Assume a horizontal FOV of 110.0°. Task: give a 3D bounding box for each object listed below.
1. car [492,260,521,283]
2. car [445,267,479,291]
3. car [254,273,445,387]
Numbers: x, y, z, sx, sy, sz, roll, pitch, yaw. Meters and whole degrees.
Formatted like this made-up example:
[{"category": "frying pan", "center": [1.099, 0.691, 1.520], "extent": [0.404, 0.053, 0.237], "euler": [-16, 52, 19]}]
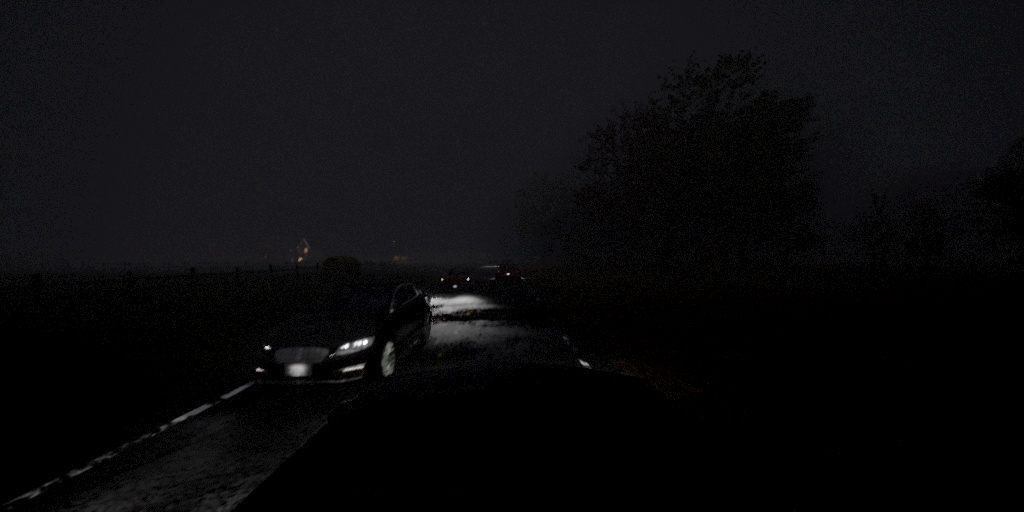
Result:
[{"category": "car", "center": [-0.310, 1.283, 28.162], "extent": [1.994, 1.385, 4.181], "euler": [-1, 0, -1]}, {"category": "car", "center": [-3.142, 1.360, 21.853], "extent": [1.895, 1.301, 4.718], "euler": [-1, 0, -1]}, {"category": "car", "center": [-2.911, 1.267, 7.260], "extent": [2.128, 1.511, 4.902], "euler": [-1, 0, -1]}]
